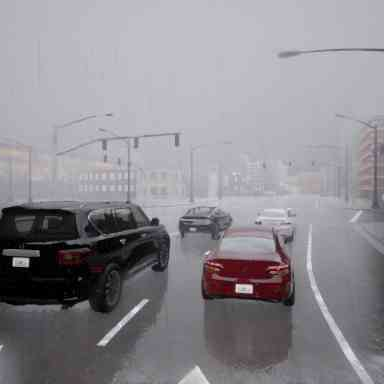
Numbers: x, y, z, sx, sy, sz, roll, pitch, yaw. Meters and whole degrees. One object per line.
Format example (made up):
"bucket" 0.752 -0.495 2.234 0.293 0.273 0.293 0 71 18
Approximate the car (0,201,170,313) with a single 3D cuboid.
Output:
"car" -2.184 1.221 7.963 2.150 2.045 5.566 0 0 12

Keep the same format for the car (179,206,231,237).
"car" 0.837 1.492 17.507 2.128 1.511 4.902 0 0 19

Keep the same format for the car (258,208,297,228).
"car" 4.263 1.526 16.827 1.812 1.442 4.674 0 0 20

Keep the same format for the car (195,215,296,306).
"car" 1.428 1.526 8.056 1.812 1.442 4.674 0 0 13
